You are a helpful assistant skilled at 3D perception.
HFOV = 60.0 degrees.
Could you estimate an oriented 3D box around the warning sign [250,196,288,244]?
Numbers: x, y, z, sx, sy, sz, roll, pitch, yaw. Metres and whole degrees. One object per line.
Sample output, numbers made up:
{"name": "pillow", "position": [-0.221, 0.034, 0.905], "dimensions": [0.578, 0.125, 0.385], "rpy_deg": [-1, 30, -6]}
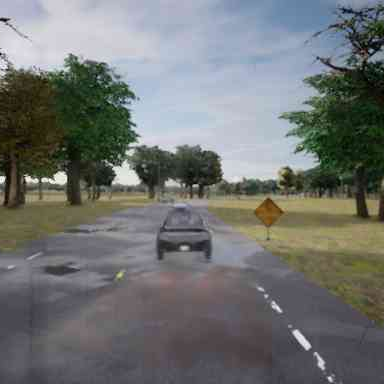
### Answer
{"name": "warning sign", "position": [3.160, 1.128, 13.802], "dimensions": [1.300, 1.860, 1.060], "rpy_deg": [0, 0, -3]}

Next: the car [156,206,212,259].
{"name": "car", "position": [-0.310, 1.508, 12.649], "dimensions": [2.128, 1.511, 4.902], "rpy_deg": [0, 0, -2]}

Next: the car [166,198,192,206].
{"name": "car", "position": [-0.986, 1.513, 28.318], "dimensions": [1.812, 1.442, 4.674], "rpy_deg": [0, 0, -2]}

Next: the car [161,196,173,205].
{"name": "car", "position": [-4.337, 1.453, 59.173], "dimensions": [1.837, 1.490, 4.892], "rpy_deg": [0, 0, 4]}
